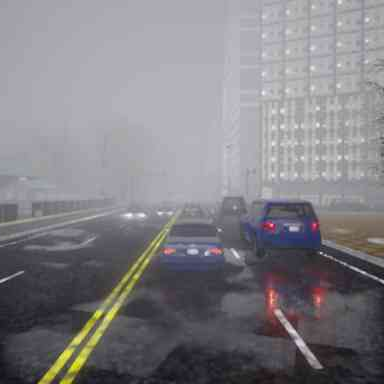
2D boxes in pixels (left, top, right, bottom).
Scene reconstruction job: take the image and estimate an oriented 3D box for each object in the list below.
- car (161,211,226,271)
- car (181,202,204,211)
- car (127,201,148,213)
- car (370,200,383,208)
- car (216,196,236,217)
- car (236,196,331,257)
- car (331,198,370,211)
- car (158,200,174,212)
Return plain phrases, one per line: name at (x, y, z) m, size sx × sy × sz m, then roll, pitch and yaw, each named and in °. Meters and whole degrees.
car at (0.046, 1.600, 11.102) m, size 2.033 × 1.411 × 5.357 m, roll 0°, pitch 0°, yaw 1°
car at (0.067, 1.637, 29.473) m, size 2.128 × 1.511 × 4.902 m, roll 0°, pitch 0°, yaw 0°
car at (-6.563, 1.809, 40.550) m, size 1.895 × 1.301 × 4.718 m, roll 0°, pitch 0°, yaw 0°
car at (31.042, 2.011, 54.682) m, size 4.403 × 1.369 × 2.008 m, roll 0°, pitch 1°, yaw 20°
car at (3.309, 1.357, 28.120) m, size 2.150 × 2.045 × 5.566 m, roll 0°, pitch -1°, yaw 0°
car at (3.313, 1.286, 13.405) m, size 2.150 × 2.045 × 5.566 m, roll 0°, pitch 0°, yaw 0°
car at (23.009, 1.905, 49.228) m, size 5.009 × 1.841 × 2.192 m, roll 0°, pitch 1°, yaw 20°
car at (-3.292, 1.769, 42.886) m, size 2.033 × 1.411 × 5.357 m, roll 0°, pitch 0°, yaw 1°
